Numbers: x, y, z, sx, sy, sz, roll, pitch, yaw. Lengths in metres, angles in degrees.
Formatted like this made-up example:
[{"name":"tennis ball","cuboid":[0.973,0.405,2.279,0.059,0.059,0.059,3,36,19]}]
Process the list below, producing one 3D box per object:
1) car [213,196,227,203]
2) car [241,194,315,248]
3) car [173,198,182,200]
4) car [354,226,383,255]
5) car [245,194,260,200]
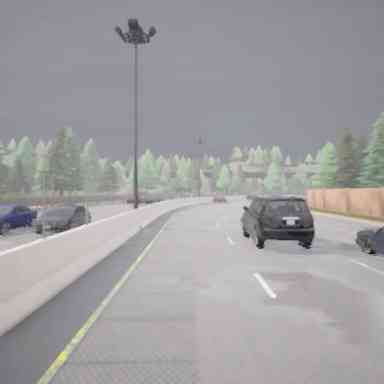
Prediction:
[{"name":"car","cuboid":[5.689,1.443,67.792,1.812,1.442,4.674,0,0,22]},{"name":"car","cuboid":[3.595,1.203,14.788,2.150,2.045,5.566,0,0,0]},{"name":"car","cuboid":[-2.696,1.449,61.020,1.812,1.442,4.674,0,0,17]},{"name":"car","cuboid":[7.097,1.535,10.203,2.033,1.411,5.357,0,0,0]},{"name":"car","cuboid":[15.303,1.291,83.913,1.837,1.490,4.892,0,0,33]}]
